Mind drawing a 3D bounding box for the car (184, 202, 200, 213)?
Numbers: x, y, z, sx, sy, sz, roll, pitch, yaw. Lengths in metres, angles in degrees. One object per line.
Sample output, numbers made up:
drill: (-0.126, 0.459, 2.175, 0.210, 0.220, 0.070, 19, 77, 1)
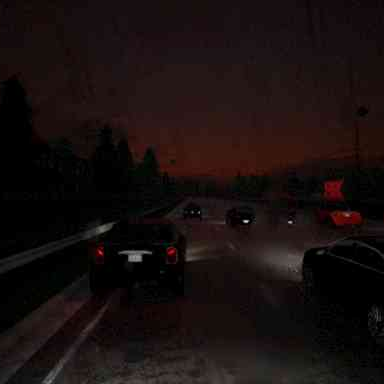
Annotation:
car: (0.038, 2.103, 45.143, 1.994, 1.385, 4.181, 0, -1, 2)

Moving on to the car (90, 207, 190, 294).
car: (-1.221, 1.463, 9.261, 2.097, 1.767, 4.553, 0, -1, 0)

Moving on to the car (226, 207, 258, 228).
car: (3.614, 1.819, 24.475, 1.812, 1.442, 4.674, 0, -1, 0)

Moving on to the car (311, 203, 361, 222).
car: (10.614, 1.650, 24.854, 2.097, 1.767, 4.553, 0, -1, 0)

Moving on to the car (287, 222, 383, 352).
car: (3.603, 1.567, 6.212, 2.128, 1.511, 4.902, 0, -1, 0)

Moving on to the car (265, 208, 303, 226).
car: (7.116, 1.915, 26.256, 1.895, 1.301, 4.718, 0, -1, 0)

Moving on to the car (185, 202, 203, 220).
car: (0.077, 1.939, 32.778, 2.033, 1.411, 5.357, 0, -1, 1)
